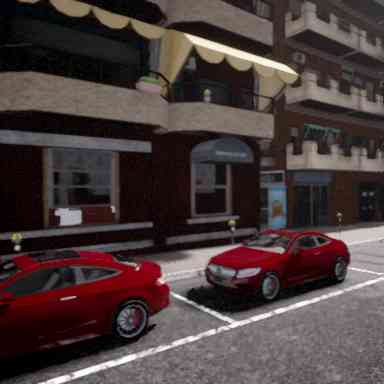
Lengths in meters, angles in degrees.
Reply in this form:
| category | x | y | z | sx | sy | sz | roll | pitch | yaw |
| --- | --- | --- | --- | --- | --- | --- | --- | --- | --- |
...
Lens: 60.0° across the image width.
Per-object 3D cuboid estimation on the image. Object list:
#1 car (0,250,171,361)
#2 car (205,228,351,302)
| category | x | y | z | sx | sy | sz | roll | pitch | yaw |
| --- | --- | --- | --- | --- | --- | --- | --- | --- | --- |
| car | -2.303 | 1.582 | 4.928 | 4.206 | 1.307 | 1.802 | 0 | -1 | -35 |
| car | 2.260 | 1.580 | 8.179 | 4.206 | 1.307 | 1.802 | 0 | -1 | -35 |
